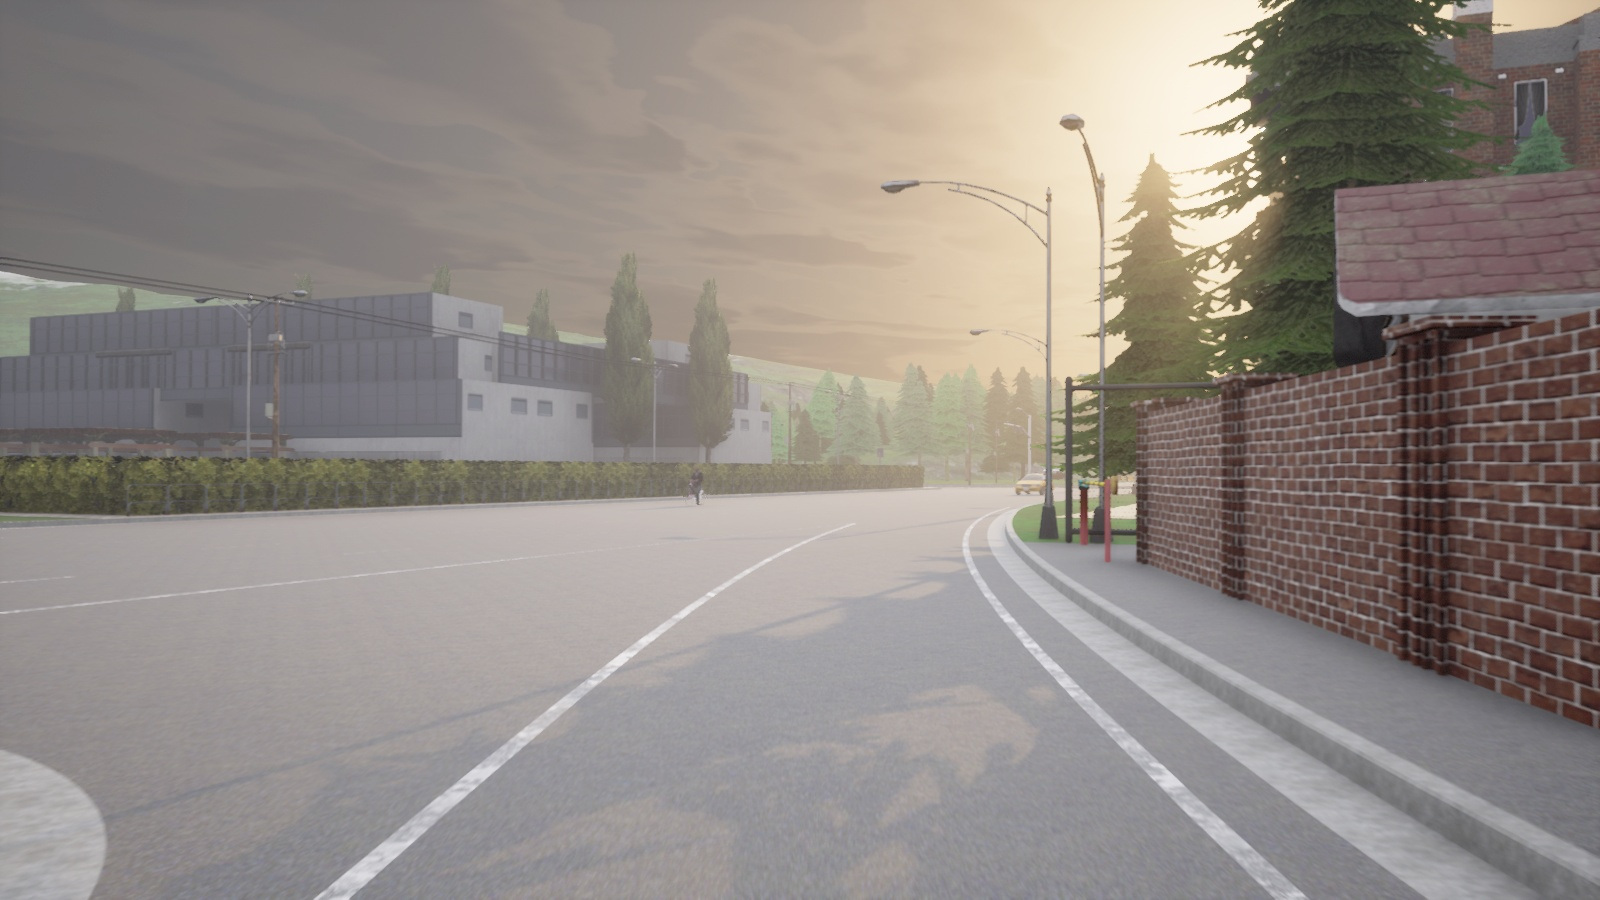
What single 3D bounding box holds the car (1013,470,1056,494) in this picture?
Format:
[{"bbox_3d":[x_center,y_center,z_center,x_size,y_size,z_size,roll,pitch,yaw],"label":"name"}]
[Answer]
[{"bbox_3d":[15.907,2.114,84.999,1.801,1.575,5.366,-1,-1,23],"label":"car"}]
